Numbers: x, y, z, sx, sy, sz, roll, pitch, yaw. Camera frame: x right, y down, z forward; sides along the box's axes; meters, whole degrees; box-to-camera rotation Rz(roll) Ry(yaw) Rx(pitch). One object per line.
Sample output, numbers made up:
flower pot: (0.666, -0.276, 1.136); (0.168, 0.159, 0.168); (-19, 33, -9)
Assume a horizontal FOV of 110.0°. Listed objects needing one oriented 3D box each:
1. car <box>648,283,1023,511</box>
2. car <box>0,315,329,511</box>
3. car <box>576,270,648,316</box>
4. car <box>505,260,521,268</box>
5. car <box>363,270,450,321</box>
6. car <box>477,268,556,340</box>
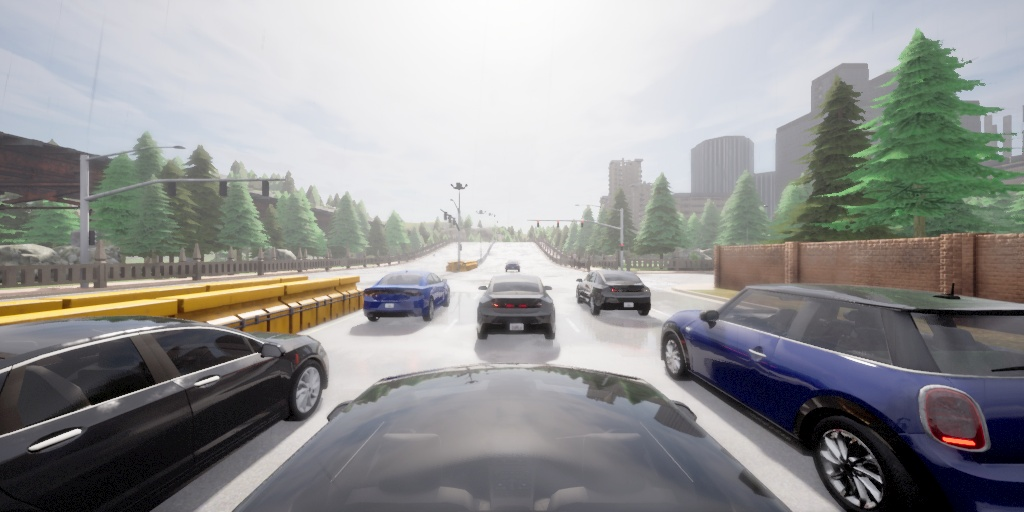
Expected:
car: (3.602, 1.102, 4.352); (2.097, 1.767, 4.553); (0, 0, 0)
car: (-3.400, 1.255, 2.934); (1.837, 1.490, 4.892); (0, 0, 0)
car: (3.619, 1.255, 13.436); (1.837, 1.490, 4.892); (0, 0, 1)
car: (0.086, 1.275, 46.248); (1.812, 1.442, 4.674); (0, 0, 0)
car: (-3.399, 1.228, 12.427); (1.882, 1.535, 5.008); (0, 0, 0)
car: (0.099, 1.255, 10.003); (1.837, 1.490, 4.892); (0, 0, 0)
